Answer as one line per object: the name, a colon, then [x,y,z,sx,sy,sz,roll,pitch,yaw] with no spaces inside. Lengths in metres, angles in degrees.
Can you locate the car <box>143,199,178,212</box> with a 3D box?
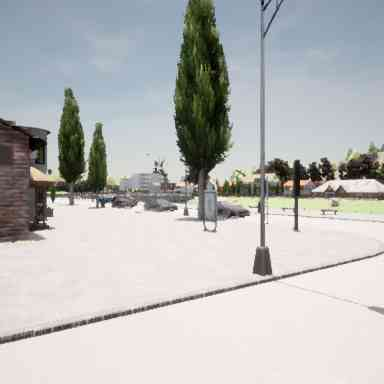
car: [-3.731,1.548,38.653,2.033,1.411,5.357,0,0,-36]

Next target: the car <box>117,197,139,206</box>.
car: [-10.751,1.526,55.618,1.812,1.442,4.674,0,0,-36]

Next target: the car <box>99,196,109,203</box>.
car: [-16.851,1.478,64.110,1.882,1.535,5.008,0,0,-36]

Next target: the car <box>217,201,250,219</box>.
car: [2.722,1.548,29.665,2.033,1.411,5.357,0,0,-36]

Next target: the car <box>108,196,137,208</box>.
car: [-9.718,1.564,47.032,1.994,1.385,4.181,0,0,-35]
